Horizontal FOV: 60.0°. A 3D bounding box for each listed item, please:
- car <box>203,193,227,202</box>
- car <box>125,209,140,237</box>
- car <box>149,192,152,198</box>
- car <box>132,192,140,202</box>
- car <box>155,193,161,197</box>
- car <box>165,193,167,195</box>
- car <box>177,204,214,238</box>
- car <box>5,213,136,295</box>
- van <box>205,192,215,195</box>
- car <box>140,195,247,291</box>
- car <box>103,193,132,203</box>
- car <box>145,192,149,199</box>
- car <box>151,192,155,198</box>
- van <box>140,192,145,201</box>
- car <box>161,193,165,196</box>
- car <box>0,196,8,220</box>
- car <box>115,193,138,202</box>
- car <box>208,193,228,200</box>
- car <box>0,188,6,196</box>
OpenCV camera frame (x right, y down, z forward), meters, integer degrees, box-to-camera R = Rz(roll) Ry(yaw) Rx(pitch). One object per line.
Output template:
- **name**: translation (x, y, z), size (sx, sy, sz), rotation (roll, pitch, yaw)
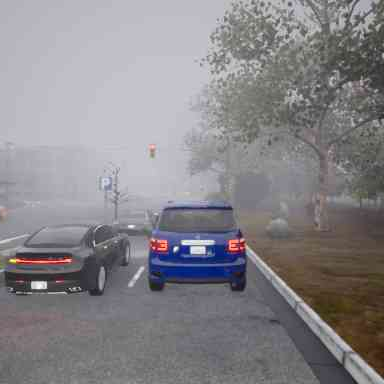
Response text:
- **car**: translation (4.775, 1.142, 68.474), size (4.553, 1.767, 2.185), rotation (1, 0, -14)
- **car**: translation (-2.816, 1.589, 17.588), size (1.994, 1.385, 4.181), rotation (0, 0, 1)
- **car**: translation (-12.517, 1.360, 77.887), size (4.674, 1.452, 2.002), rotation (-1, 0, -13)
- **car**: translation (-13.696, 1.316, 65.931), size (5.366, 1.575, 1.946), rotation (-1, 0, -15)
- **car**: translation (-11.316, 1.358, 86.869), size (4.674, 1.452, 2.002), rotation (-1, 0, -12)
- **car**: translation (-10.435, 1.316, 92.853), size (5.008, 1.535, 2.097), rotation (-1, 0, -11)
- **car**: translation (0.202, 1.531, 19.046), size (1.837, 1.490, 4.892), rotation (0, 0, 0)
- **car**: translation (-2.877, 1.515, 8.702), size (1.837, 1.490, 4.892), rotation (0, 0, 0)
- **van**: translation (4.386, 1.043, 65.505), size (4.442, 1.987, 1.878), rotation (1, 0, -14)
- **car**: translation (0.126, 1.233, 9.187), size (2.150, 2.045, 5.566), rotation (0, 0, 0)
- **car**: translation (-14.345, 1.358, 62.940), size (4.792, 1.488, 2.163), rotation (-1, 0, -15)
- **car**: translation (-12.895, 1.322, 74.893), size (4.892, 1.521, 2.231), rotation (-1, 0, -13)
- **car**: translation (-12.141, 1.359, 80.888), size (4.674, 1.452, 2.002), rotation (-1, 0, -13)
- **van**: translation (-13.127, 1.093, 71.922), size (4.442, 1.987, 1.878), rotation (-1, 0, -14)
- **car**: translation (-10.861, 1.065, 89.875), size (5.566, 2.045, 2.435), rotation (-1, 0, -12)
- **car**: translation (-16.588, 1.404, 25.137), size (4.553, 1.767, 2.185), rotation (-1, 0, -19)
- **car**: translation (-13.598, 1.196, 68.883), size (4.553, 1.767, 2.185), rotation (-1, 0, -14)
- **car**: translation (6.589, 1.130, 83.170), size (4.553, 1.767, 2.185), rotation (1, 0, -12)
- **car**: translation (-31.080, 0.137, 53.834), size (2.002, 1.452, 4.674), rotation (6, -3, -19)
